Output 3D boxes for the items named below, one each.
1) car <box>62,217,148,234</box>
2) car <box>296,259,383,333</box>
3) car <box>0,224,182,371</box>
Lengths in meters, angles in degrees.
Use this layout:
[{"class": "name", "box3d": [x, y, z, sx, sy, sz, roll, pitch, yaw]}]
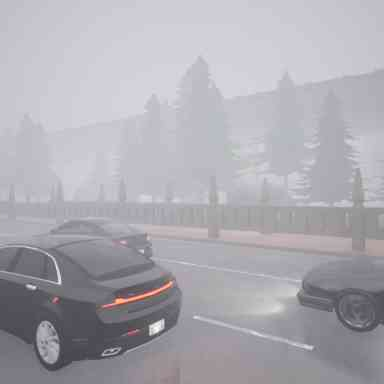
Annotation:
[{"class": "car", "box3d": [-3.320, 1.526, 10.651, 4.674, 1.442, 1.812, 0, 0, 35]}, {"class": "car", "box3d": [4.492, 1.547, 5.087, 5.357, 1.411, 2.033, 0, 0, 35]}, {"class": "car", "box3d": [-2.428, 1.505, 5.721, 4.892, 1.490, 1.837, 0, 0, 35]}]
